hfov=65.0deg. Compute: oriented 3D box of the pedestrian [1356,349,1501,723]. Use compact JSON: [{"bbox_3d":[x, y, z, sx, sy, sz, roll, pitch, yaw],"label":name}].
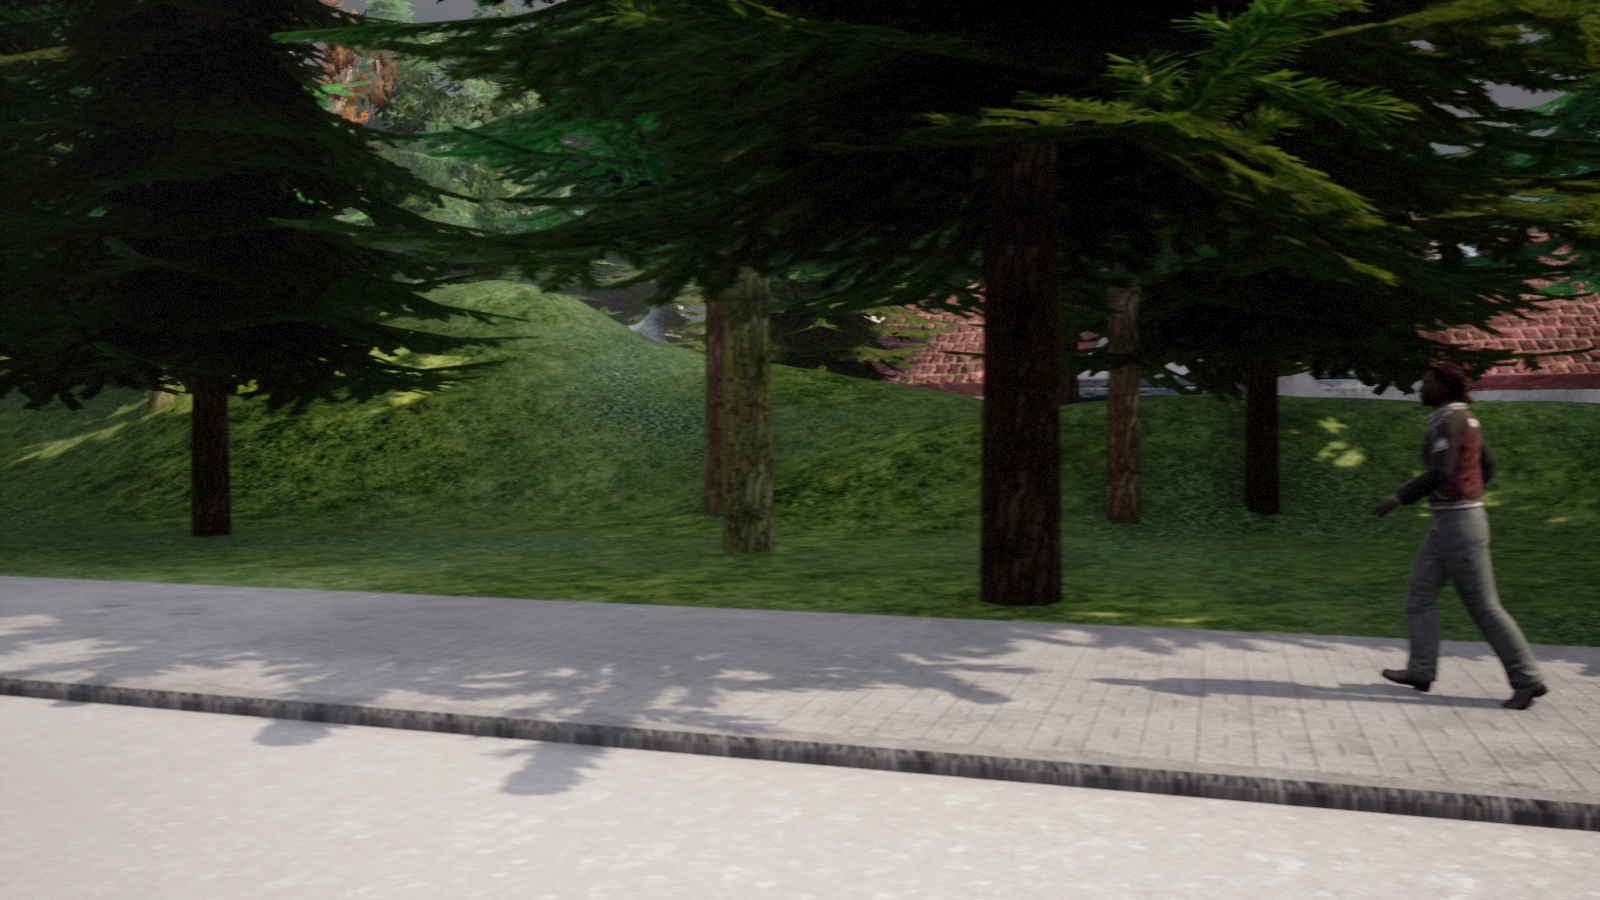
[{"bbox_3d":[3.404,0.440,6.810,0.666,1.930,0.402,1,1,28],"label":"pedestrian"}]
